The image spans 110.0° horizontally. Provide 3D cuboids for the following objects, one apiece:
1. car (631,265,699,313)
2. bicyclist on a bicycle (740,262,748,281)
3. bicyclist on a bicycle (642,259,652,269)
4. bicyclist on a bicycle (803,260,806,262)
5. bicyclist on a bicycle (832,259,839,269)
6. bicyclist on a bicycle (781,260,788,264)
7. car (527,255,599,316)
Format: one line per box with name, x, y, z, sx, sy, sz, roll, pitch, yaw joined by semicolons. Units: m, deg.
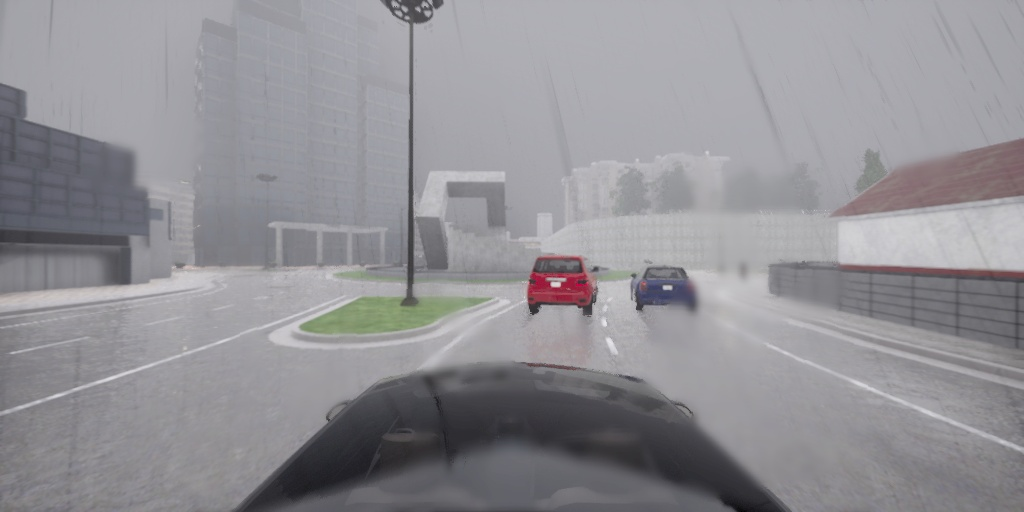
car;5.993;1.134;14.536;2.097;1.767;4.553;0;0;16
bicyclist on a bicycle;19.452;1.290;30.131;0.582;1.620;1.656;0;0;40
bicyclist on a bicycle;21.209;1.296;55.481;1.656;1.620;0.582;-6;12;-28
bicyclist on a bicycle;24.648;1.156;30.215;0.582;1.620;1.656;0;0;30
bicyclist on a bicycle;26.521;0.928;29.262;0.582;1.656;1.620;29;-1;18
bicyclist on a bicycle;23.156;1.149;30.449;0.582;1.620;1.656;0;0;-33
car;2.091;0.992;13.827;2.150;2.045;5.566;0;0;15
